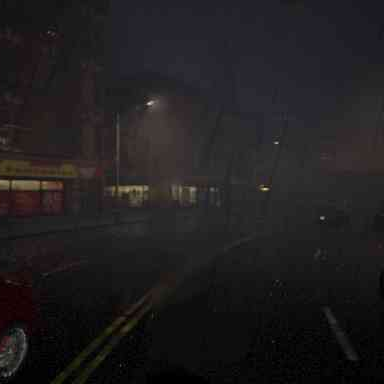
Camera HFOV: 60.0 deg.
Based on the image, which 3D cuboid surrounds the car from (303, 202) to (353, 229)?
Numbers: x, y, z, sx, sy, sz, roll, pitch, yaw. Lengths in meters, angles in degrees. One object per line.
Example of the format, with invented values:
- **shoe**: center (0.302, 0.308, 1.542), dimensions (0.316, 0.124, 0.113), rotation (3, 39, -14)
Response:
- **car**: center (9.263, 1.604, 22.309), dimensions (1.994, 1.385, 4.181), rotation (0, 0, 35)

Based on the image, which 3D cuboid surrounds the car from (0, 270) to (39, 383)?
- **car**: center (-3.171, 1.502, 2.771), dimensions (1.812, 1.442, 4.674), rotation (0, 0, 7)

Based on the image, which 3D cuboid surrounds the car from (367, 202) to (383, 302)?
- **car**: center (3.943, 1.244, 3.191), dimensions (2.150, 2.045, 5.566), rotation (0, 0, 8)

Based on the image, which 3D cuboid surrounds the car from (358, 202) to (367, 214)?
- **car**: center (19.672, 1.695, 36.453), dimensions (1.895, 1.301, 4.718), rotation (1, 0, 37)

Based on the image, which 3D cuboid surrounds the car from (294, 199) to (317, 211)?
- **car**: center (14.497, 1.604, 41.550), dimensions (2.033, 1.411, 5.357), rotation (0, 0, 37)

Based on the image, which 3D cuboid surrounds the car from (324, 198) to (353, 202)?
- **car**: center (17.046, 1.677, 39.113), dimensions (1.895, 1.301, 4.718), rotation (0, 0, 37)

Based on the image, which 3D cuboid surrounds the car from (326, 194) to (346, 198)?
- **car**: center (26.758, 1.346, 62.924), dimensions (2.435, 2.045, 5.566), rotation (0, 0, 36)

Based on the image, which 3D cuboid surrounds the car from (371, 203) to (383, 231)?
- **car**: center (13.107, 1.571, 21.709), dimensions (1.837, 1.490, 4.892), rotation (0, 0, 36)
